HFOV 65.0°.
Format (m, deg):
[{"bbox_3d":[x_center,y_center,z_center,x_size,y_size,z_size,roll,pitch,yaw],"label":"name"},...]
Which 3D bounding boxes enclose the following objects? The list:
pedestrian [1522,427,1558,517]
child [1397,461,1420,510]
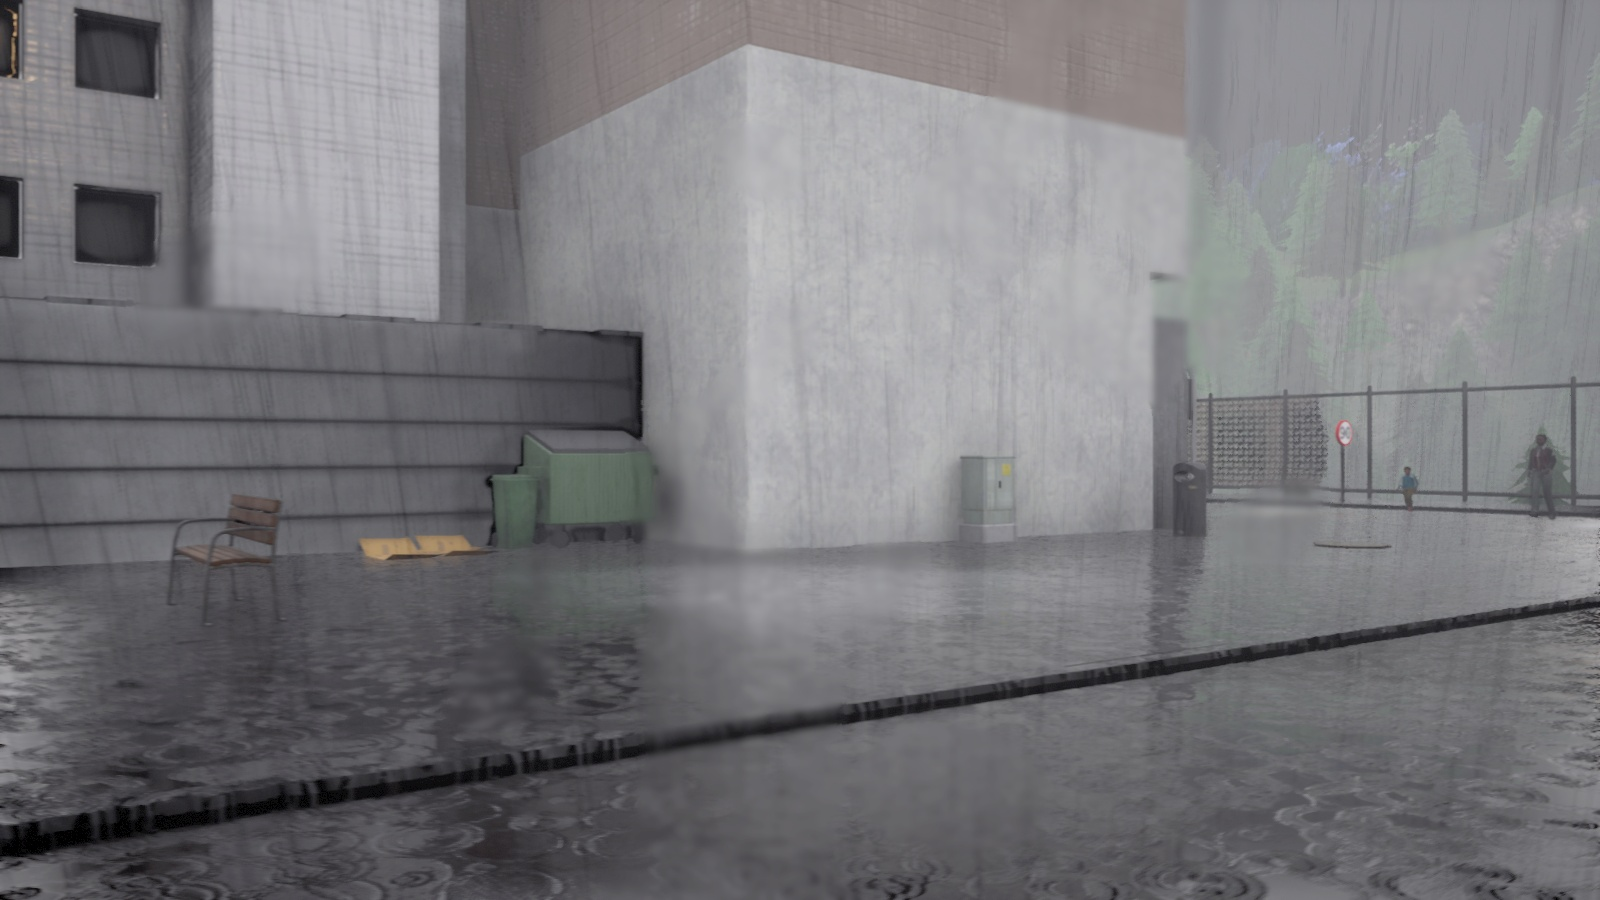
[{"bbox_3d":[15.969,0.471,27.099,0.666,1.930,0.402,0,0,-35],"label":"pedestrian"},{"bbox_3d":[14.828,0.862,30.589,0.448,1.192,0.343,0,0,-41],"label":"child"}]
